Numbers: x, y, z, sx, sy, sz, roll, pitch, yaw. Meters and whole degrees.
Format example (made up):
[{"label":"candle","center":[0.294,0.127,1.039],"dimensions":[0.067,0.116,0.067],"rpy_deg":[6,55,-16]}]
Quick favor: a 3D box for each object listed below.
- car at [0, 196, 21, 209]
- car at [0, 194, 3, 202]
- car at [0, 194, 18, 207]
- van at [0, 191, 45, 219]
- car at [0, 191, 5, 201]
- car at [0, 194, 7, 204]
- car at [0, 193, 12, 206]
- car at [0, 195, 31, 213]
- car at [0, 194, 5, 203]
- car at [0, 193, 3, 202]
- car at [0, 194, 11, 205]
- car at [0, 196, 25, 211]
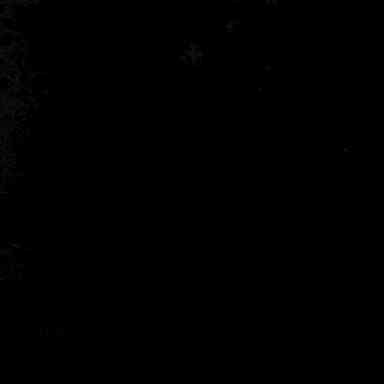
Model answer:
[{"label":"car","center":[-22.490,1.265,38.046],"dimensions":[2.002,1.452,4.674],"rpy_deg":[-1,1,35]},{"label":"car","center":[-40.372,1.217,65.222],"dimensions":[1.946,1.575,5.366],"rpy_deg":[-1,2,39]},{"label":"car","center":[-25.738,1.221,43.079],"dimensions":[1.946,1.575,5.366],"rpy_deg":[-1,1,36]},{"label":"van","center":[-13.916,0.971,25.922],"dimensions":[1.878,1.987,4.442],"rpy_deg":[-1,2,34]},{"label":"car","center":[-41.804,0.954,67.924],"dimensions":[2.435,2.045,5.566],"rpy_deg":[-1,2,39]},{"label":"car","center":[-32.366,1.260,52.835],"dimensions":[2.163,1.488,4.792],"rpy_deg":[-1,2,37]},{"label":"car","center":[-27.484,1.106,45.401],"dimensions":[2.185,1.767,4.553],"rpy_deg":[-1,2,36]},{"label":"car","center":[-19.173,1.219,33.054],"dimensions":[1.946,1.575,5.366],"rpy_deg":[-1,2,35]},{"label":"car","center":[-35.575,1.227,57.799],"dimensions":[2.097,1.535,5.008],"rpy_deg":[-1,2,38]},{"label":"car","center":[-37.166,1.098,60.291],"dimensions":[2.185,1.767,4.553],"rpy_deg":[-1,2,38]},{"label":"car","center":[-29.150,1.233,47.842],"dimensions":[2.097,1.535,5.008],"rpy_deg":[-1,1,37]},{"label":"car","center":[-20.788,1.261,35.623],"dimensions":[2.002,1.452,4.674],"rpy_deg":[-1,1,35]}]
